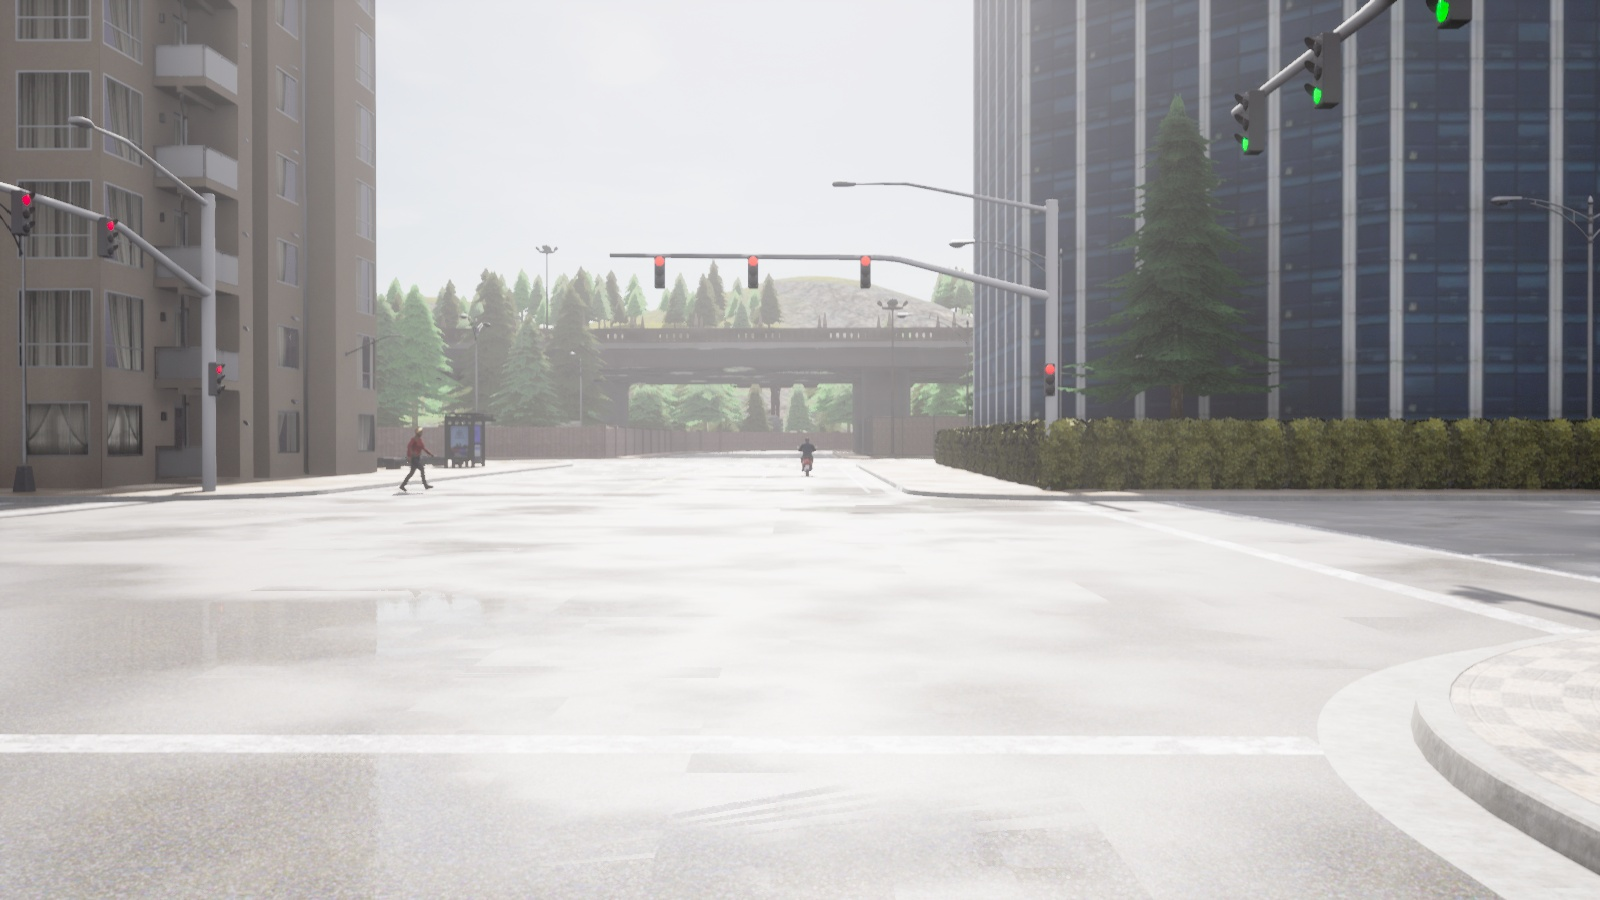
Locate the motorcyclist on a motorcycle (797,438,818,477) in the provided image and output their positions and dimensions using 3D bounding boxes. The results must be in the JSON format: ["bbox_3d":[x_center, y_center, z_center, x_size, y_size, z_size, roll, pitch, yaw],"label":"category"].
[{"bbox_3d":[0.300,0.303,51.745,0.866,1.590,1.817,0,0,0],"label":"motorcyclist on a motorcycle"}]

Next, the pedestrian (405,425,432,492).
[{"bbox_3d":[-10.661,0.237,35.113,0.636,1.846,0.331,0,0,7],"label":"pedestrian"}]
